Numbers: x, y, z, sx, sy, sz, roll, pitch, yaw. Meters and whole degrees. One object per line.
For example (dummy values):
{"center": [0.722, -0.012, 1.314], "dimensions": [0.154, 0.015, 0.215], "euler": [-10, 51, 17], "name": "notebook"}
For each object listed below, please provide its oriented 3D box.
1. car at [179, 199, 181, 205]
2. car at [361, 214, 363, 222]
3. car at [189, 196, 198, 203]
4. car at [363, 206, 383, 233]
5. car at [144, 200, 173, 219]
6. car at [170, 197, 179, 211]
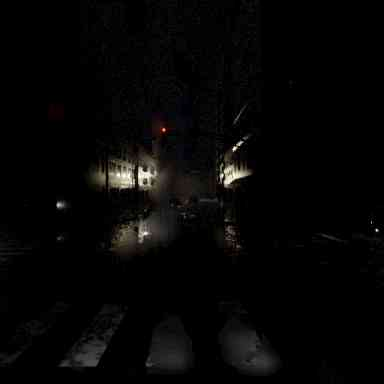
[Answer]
{"center": [-2.889, 1.598, 57.628], "dimensions": [1.994, 1.385, 4.181], "euler": [0, 0, 1], "name": "car"}
{"center": [12.139, 1.120, 18.322], "dimensions": [5.009, 1.841, 2.192], "euler": [-1, 1, 0], "name": "car"}
{"center": [0.292, 1.536, 71.045], "dimensions": [1.882, 1.535, 5.008], "euler": [0, 0, 0], "name": "car"}
{"center": [11.367, 1.381, 15.669], "dimensions": [5.357, 1.411, 2.033], "euler": [-1, 0, 0], "name": "car"}
{"center": [-3.013, 1.602, 29.149], "dimensions": [1.895, 1.301, 4.718], "euler": [0, 0, 0], "name": "car"}
{"center": [-2.976, 1.610, 40.517], "dimensions": [1.895, 1.301, 4.718], "euler": [0, 0, 0], "name": "car"}
